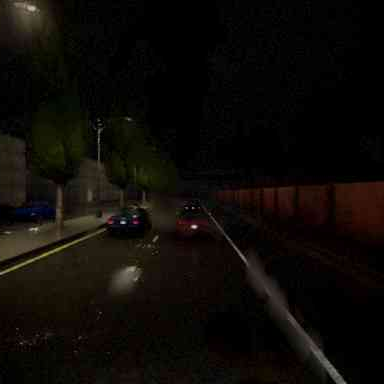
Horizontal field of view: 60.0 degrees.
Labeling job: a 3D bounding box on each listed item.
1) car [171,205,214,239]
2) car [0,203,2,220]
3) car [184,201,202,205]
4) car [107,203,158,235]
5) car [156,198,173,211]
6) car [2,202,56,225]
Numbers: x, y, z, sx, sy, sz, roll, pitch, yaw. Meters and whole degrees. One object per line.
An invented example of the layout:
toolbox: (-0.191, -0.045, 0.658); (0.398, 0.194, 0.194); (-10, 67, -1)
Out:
car: (0.101, 1.577, 17.437); (1.994, 1.385, 4.181); (0, 0, 0)
car: (-15.089, 1.496, 24.696); (1.882, 1.535, 5.008); (0, 0, 0)
car: (0.103, 1.573, 33.858); (2.033, 1.411, 5.357); (0, 0, 0)
car: (-3.398, 1.562, 18.927); (2.033, 1.411, 5.357); (0, 0, 0)
car: (-3.396, 1.508, 40.896); (1.882, 1.535, 5.008); (0, 0, 0)
car: (-11.589, 1.496, 24.696); (1.882, 1.535, 5.008); (0, 0, 0)
